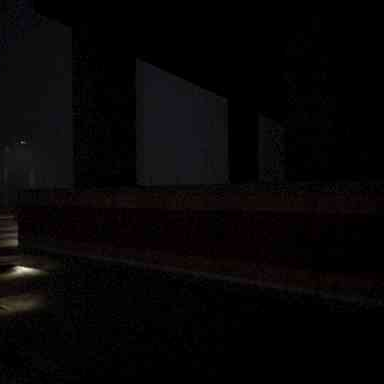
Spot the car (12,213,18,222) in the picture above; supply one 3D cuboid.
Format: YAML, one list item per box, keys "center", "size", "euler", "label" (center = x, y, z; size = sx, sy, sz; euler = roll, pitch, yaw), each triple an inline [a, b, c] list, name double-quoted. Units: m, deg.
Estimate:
- center: [-12.503, 1.949, 28.127]
  size: [1.895, 1.301, 4.718]
  euler: [-1, 0, 36]
  label: "car"
